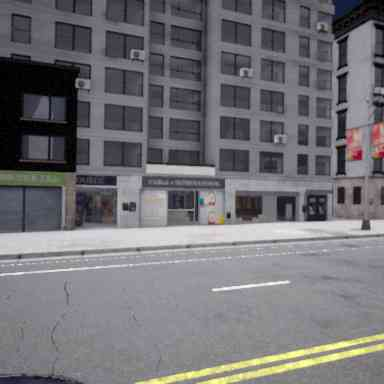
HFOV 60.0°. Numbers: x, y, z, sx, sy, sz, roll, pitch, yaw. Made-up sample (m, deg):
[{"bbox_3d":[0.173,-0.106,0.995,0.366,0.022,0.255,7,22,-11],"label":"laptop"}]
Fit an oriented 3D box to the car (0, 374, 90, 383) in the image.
[{"bbox_3d":[-2.259,1.564,1.277,4.181,1.385,1.994,0,0,-20],"label":"car"}]
